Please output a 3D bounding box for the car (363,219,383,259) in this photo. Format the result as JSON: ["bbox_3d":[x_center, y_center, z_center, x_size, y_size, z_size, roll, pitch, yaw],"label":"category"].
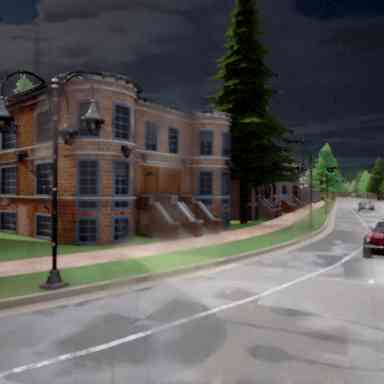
[{"bbox_3d":[7.740,1.713,12.485,1.895,1.301,4.718,0,0,36],"label":"car"}]

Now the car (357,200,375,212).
[{"bbox_3d":[23.636,1.871,45.148,2.128,1.511,4.902,0,0,24],"label":"car"}]
